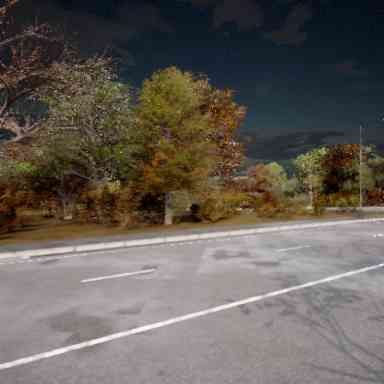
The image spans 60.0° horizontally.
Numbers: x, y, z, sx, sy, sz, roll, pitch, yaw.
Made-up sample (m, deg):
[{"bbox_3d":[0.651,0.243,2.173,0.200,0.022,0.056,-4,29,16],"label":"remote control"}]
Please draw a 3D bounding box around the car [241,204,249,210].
[{"bbox_3d":[8.470,2.956,67.160,2.128,1.511,4.902,0,-3,-32],"label":"car"}]

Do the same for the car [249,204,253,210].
[{"bbox_3d":[11.478,3.044,68.961,1.895,1.301,4.718,0,-3,-32],"label":"car"}]
